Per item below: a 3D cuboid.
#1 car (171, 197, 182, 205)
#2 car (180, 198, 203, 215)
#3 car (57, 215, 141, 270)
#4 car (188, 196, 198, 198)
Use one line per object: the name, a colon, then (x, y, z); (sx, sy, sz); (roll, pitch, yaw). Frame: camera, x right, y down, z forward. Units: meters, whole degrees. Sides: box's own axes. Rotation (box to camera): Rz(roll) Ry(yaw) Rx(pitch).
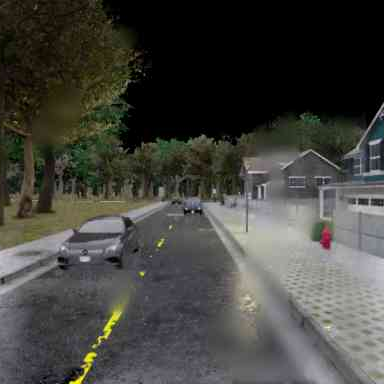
car: (-2.768, 1.588, 61.066); (2.033, 1.411, 5.357); (0, 0, 0)
car: (0.091, 1.611, 33.918); (1.895, 1.301, 4.718); (0, 0, 0)
car: (-2.853, 1.526, 11.186); (1.812, 1.442, 4.674); (0, 0, 0)
car: (0.093, 1.372, 44.232); (2.097, 1.767, 4.553); (0, 0, 0)
